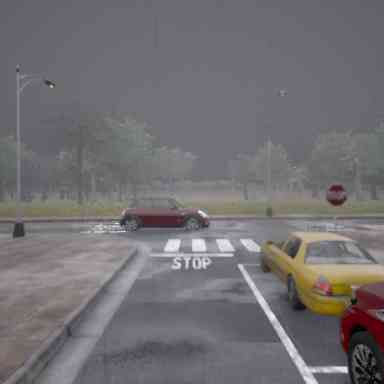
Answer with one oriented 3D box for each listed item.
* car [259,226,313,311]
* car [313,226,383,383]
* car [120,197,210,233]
[{"bbox_3d":[2.637,1.413,7.341,1.752,1.417,4.829,0,1,0],"label":"car"},{"bbox_3d":[2.636,1.288,1.623,2.192,1.841,5.009,0,1,0],"label":"car"},{"bbox_3d":[-1.362,1.081,17.326,4.553,1.767,2.097,-1,1,0],"label":"car"}]
